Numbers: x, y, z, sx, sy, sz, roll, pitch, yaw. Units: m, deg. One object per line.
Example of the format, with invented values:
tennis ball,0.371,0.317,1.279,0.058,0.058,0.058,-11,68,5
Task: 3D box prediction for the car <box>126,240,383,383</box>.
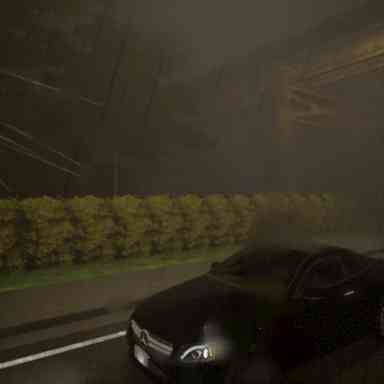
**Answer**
car,1.356,1.513,4.939,4.674,1.442,1.812,0,0,-35
